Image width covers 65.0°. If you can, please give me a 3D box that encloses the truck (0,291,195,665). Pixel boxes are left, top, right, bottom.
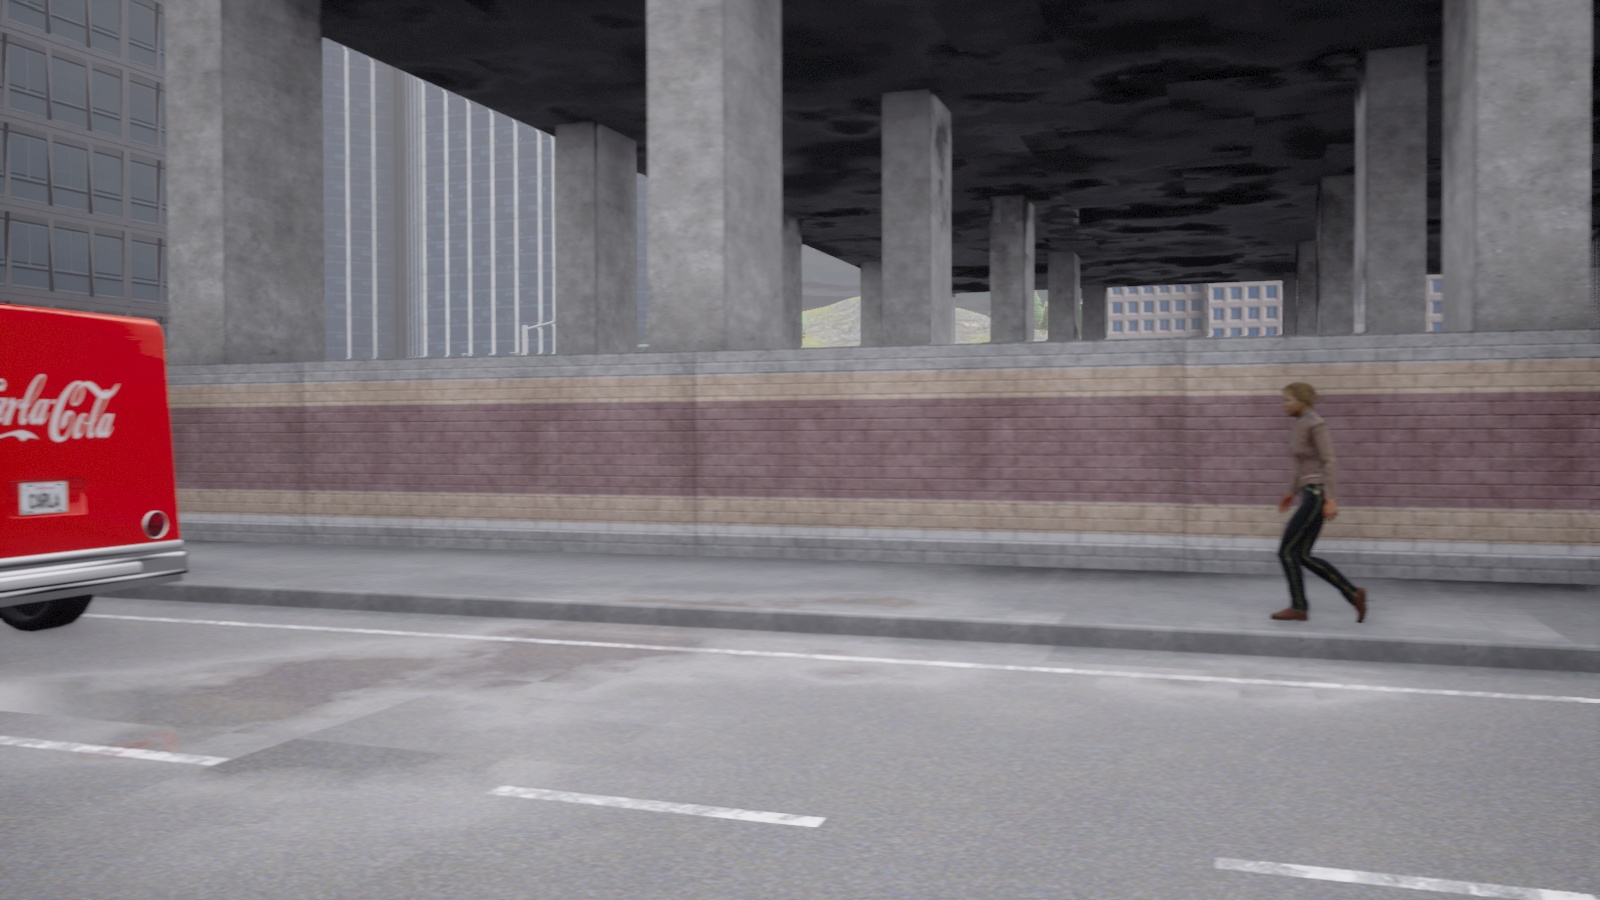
[{"bbox_3d":[-7.646,0.160,9.452,5.204,2.467,2.627,1,1,19],"label":"truck"}]

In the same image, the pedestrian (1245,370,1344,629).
[{"bbox_3d":[3.601,0.347,9.174,0.634,1.846,0.331,0,1,17],"label":"pedestrian"}]
